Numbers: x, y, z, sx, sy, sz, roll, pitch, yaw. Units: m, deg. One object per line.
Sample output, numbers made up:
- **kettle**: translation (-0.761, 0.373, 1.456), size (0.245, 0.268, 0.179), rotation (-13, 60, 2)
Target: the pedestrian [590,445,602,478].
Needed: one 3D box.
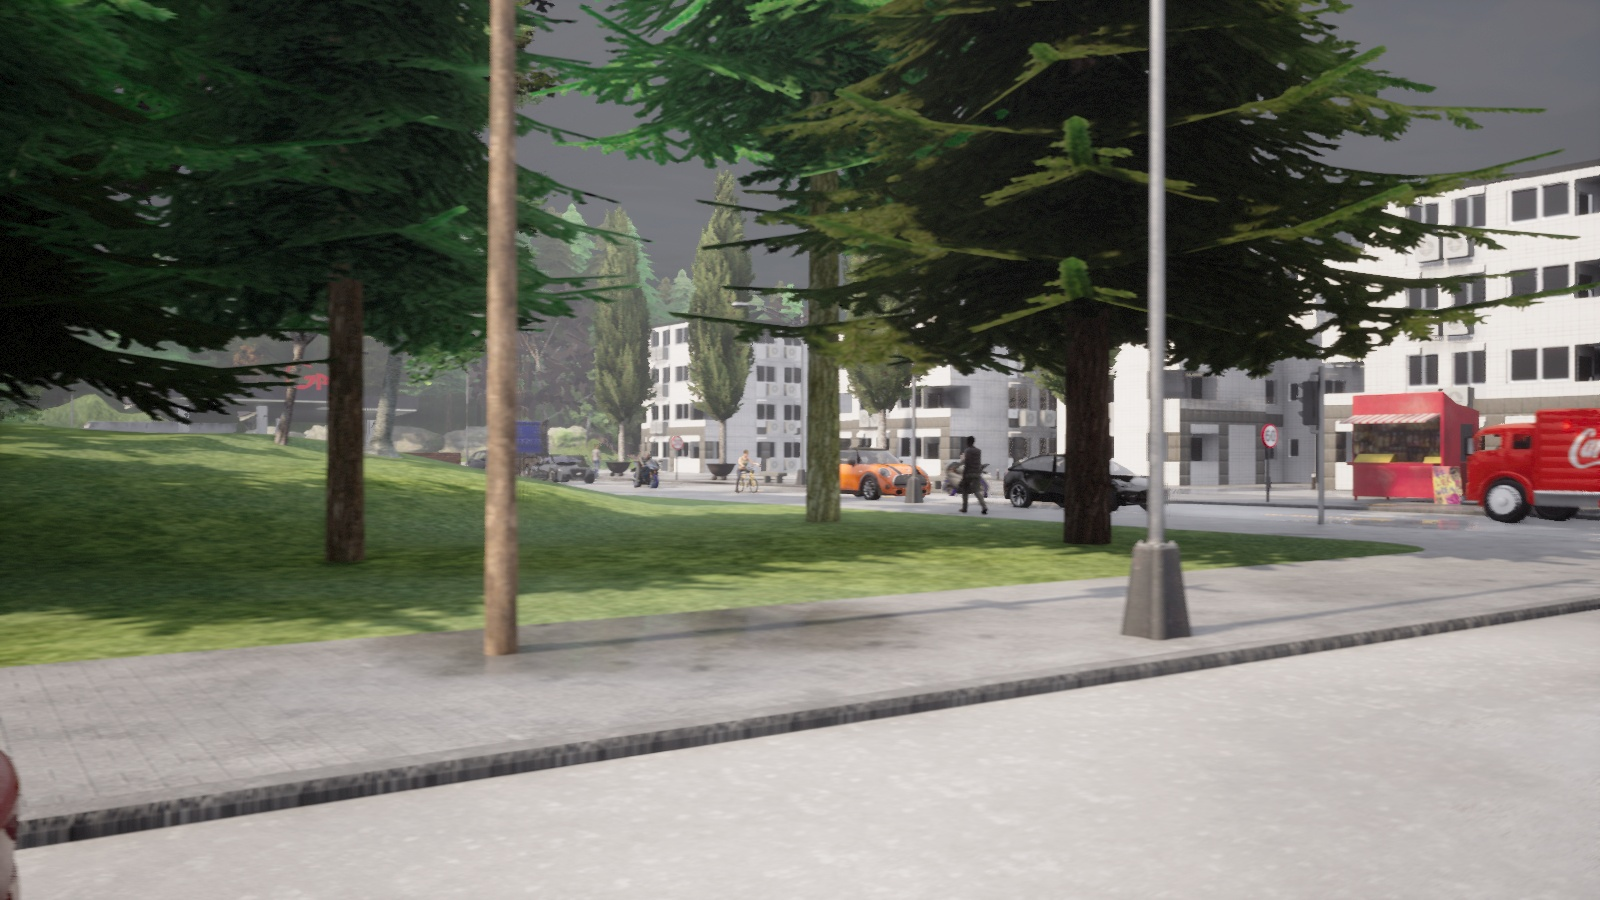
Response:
- **pedestrian**: translation (-11.746, 0.656, 72.215), size (0.354, 1.836, 0.706), rotation (0, 0, 20)

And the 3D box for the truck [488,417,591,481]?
- **truck**: translation (-15.115, -0.028, 72.427), size (2.891, 3.462, 7.936), rotation (0, 0, -35)

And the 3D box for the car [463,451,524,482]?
- **car**: translation (-16.494, 0.843, 67.412), size (1.851, 1.617, 3.988), rotation (0, 0, -35)

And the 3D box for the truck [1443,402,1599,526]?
- **truck**: translation (16.761, 0.287, 26.368), size (2.627, 2.467, 5.204), rotation (0, 0, -29)

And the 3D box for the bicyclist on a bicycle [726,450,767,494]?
- **bicyclist on a bicycle**: translation (-1.986, 0.800, 46.541), size (0.866, 1.612, 1.509), rotation (0, 0, -34)

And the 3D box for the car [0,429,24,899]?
- **car**: translation (-3.942, 0.735, 1.524), size (5.008, 1.535, 1.882), rotation (0, 0, -35)

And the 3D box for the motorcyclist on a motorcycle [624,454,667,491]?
- **motorcyclist on a motorcycle**: translation (-6.534, 0.924, 53.072), size (0.866, 1.530, 2.191), rotation (0, 0, -35)

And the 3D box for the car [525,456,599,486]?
- **car**: translation (-11.453, 0.981, 60.162), size (1.994, 1.385, 4.181), rotation (0, 0, -34)

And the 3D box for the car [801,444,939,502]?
- **car**: translation (2.186, 0.698, 40.531), size (2.097, 1.767, 4.553), rotation (0, 0, -34)

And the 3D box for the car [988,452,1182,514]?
- **car**: translation (7.400, 0.810, 33.068), size (2.163, 1.488, 4.792), rotation (0, 0, -34)

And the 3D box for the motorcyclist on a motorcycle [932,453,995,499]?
- **motorcyclist on a motorcycle**: translation (5.541, 0.873, 42.705), size (0.866, 1.530, 2.191), rotation (0, 0, -35)

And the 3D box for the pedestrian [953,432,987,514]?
- **pedestrian**: translation (3.870, 0.516, 28.626), size (0.431, 1.840, 0.703), rotation (0, 0, -31)
